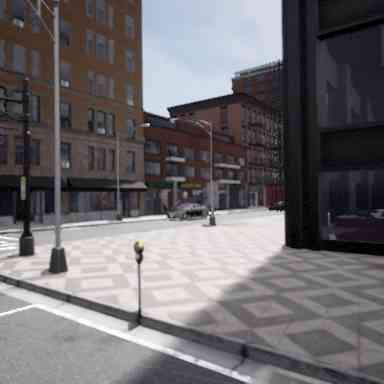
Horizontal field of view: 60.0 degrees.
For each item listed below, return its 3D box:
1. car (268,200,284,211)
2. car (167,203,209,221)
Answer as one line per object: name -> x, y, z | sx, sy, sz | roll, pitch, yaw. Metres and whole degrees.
car -> 12.865, 1.988, 49.077 | 1.882, 1.535, 5.008 | -1, -1, 36
car -> -0.343, 1.824, 30.884 | 2.128, 1.511, 4.902 | -1, -1, 36
